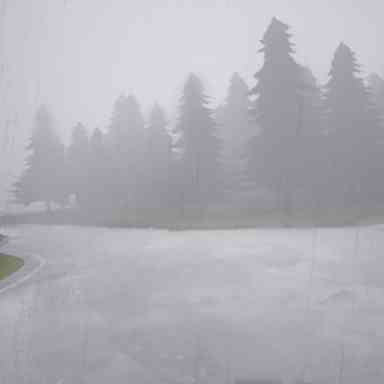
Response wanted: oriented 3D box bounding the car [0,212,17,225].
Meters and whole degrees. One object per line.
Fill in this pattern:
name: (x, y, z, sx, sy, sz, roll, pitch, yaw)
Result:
car: (-19.869, 2.806, 34.609, 1.895, 1.301, 4.718, -3, -1, -43)
